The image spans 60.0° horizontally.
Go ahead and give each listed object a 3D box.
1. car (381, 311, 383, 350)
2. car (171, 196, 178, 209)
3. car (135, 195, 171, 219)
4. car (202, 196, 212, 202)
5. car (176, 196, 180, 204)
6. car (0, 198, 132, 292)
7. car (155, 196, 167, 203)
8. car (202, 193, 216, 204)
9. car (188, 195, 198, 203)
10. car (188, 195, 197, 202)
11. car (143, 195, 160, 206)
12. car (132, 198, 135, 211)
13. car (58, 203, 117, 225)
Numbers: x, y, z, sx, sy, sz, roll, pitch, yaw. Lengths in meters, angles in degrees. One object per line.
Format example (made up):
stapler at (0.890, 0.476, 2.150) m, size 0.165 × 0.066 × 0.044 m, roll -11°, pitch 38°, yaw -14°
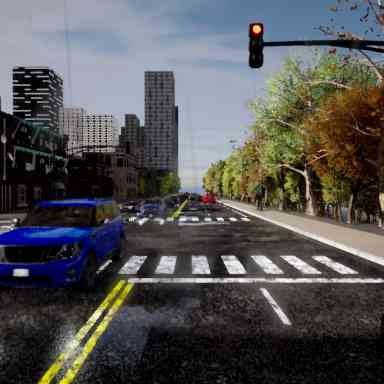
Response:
car at (3.355, 1.491, 2.362) m, size 2.128 × 1.511 × 4.902 m, roll 0°, pitch 0°, yaw 0°
car at (-3.279, 1.586, 44.166) m, size 1.895 × 1.301 × 4.718 m, roll 0°, pitch 0°, yaw 0°
car at (-3.304, 1.344, 28.988) m, size 2.097 × 1.767 × 4.553 m, roll 0°, pitch 0°, yaw 0°
car at (3.371, 1.522, 75.893) m, size 1.994 × 1.385 × 4.181 m, roll 0°, pitch 0°, yaw 0°
car at (-3.227, 1.481, 60.789) m, size 1.837 × 1.490 × 4.892 m, roll 0°, pitch 0°, yaw 0°
car at (-3.336, 1.220, 9.257) m, size 2.150 × 2.045 × 5.566 m, roll 0°, pitch 0°, yaw 0°
car at (-6.392, 1.512, 69.008) m, size 1.994 × 1.385 × 4.181 m, roll 0°, pitch 0°, yaw 0°
car at (3.449, 1.197, 65.309) m, size 2.150 × 2.045 × 5.566 m, roll 0°, pitch 0°, yaw 1°
car at (0.204, 1.467, 66.209) m, size 2.128 × 1.511 × 4.902 m, roll 0°, pitch 0°, yaw 0°
car at (0.125, 1.447, 76.516) m, size 1.882 × 1.535 × 5.008 m, roll 0°, pitch 0°, yaw 0°
car at (-6.505, 1.332, 53.788) m, size 2.097 × 1.767 × 4.553 m, roll 0°, pitch 0°, yaw 0°
car at (-6.543, 1.480, 37.793) m, size 2.128 × 1.511 × 4.902 m, roll 0°, pitch 0°, yaw 0°
car at (-7.748, 1.596, 25.183) m, size 1.895 × 1.301 × 4.718 m, roll 0°, pitch 0°, yaw 17°
